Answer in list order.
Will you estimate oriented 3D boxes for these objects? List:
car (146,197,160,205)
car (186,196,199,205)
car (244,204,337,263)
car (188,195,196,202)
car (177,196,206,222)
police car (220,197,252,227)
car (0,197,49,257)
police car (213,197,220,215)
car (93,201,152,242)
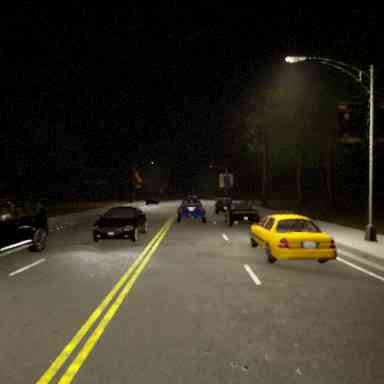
[{"bbox_3d":[-6.494,1.536,55.177,1.895,1.301,4.718,0,0,0],"label":"car"},{"bbox_3d":[0.098,1.438,56.059,2.033,1.411,5.357,0,0,0],"label":"car"},{"bbox_3d":[3.251,1.431,11.760,1.801,1.575,5.366,0,0,0],"label":"car"},{"bbox_3d":[0.008,1.443,74.407,1.895,1.301,4.718,0,0,0],"label":"car"},{"bbox_3d":[-0.033,1.299,26.214,2.097,1.767,4.553,0,0,0],"label":"car"},{"bbox_3d":[3.253,1.379,22.682,1.930,1.638,5.238,0,0,0],"label":"police car"},{"bbox_3d":[-6.598,1.199,10.652,2.150,2.045,5.566,0,0,0],"label":"car"},{"bbox_3d":[3.254,1.358,33.683,1.930,1.638,5.238,0,0,0],"label":"police car"},{"bbox_3d":[-3.349,1.444,16.266,1.882,1.535,5.008,0,0,0],"label":"car"}]
